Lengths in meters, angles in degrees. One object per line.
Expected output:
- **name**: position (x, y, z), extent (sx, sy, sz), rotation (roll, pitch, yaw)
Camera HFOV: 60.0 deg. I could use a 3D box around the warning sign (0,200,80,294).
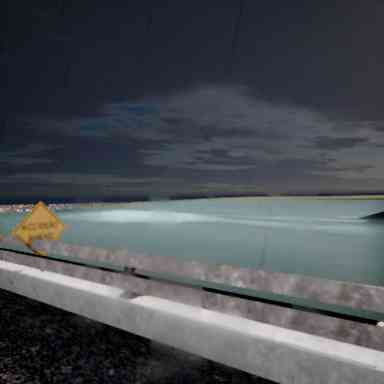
- **warning sign**: position (-3.475, 1.148, 7.641), extent (1.060, 1.860, 1.300), rotation (-1, 0, 36)
